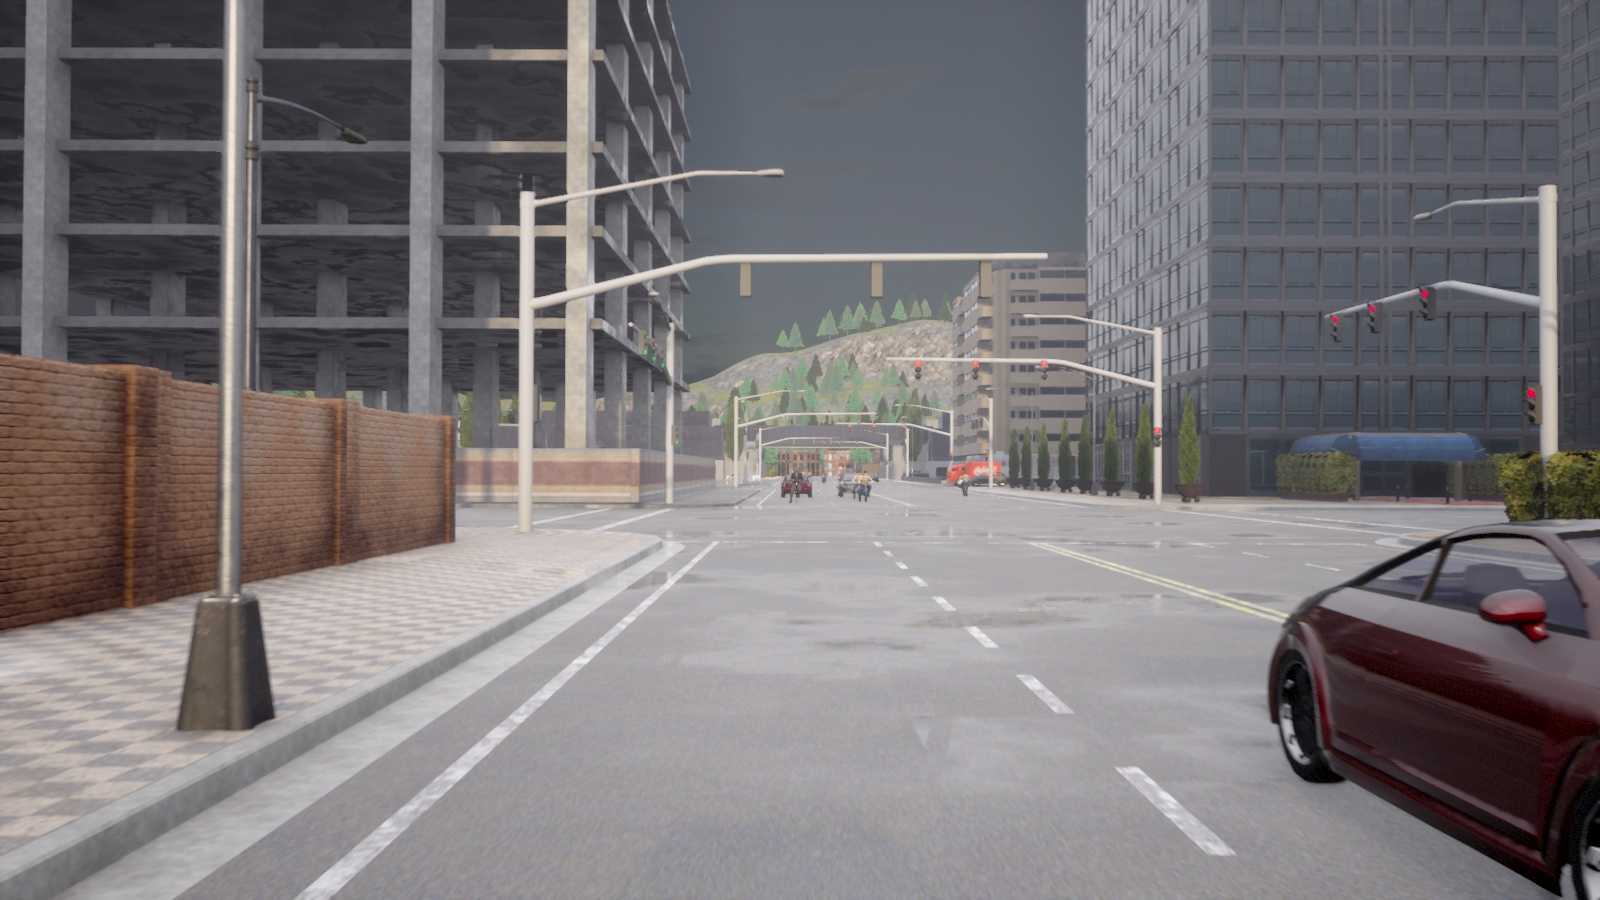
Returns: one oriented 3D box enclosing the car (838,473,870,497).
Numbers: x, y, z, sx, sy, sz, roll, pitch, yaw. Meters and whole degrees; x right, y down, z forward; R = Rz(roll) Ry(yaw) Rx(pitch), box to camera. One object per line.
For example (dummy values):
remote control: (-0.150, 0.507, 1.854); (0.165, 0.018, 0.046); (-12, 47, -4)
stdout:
car: (3.312, 2.128, 77.681); (1.812, 1.442, 4.674); (0, -1, 0)

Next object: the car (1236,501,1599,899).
car: (3.487, 0.949, 5.040); (1.994, 1.385, 4.181); (0, -1, 0)

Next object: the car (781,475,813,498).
car: (-0.182, 2.177, 75.342); (1.895, 1.301, 4.718); (0, -1, 0)
